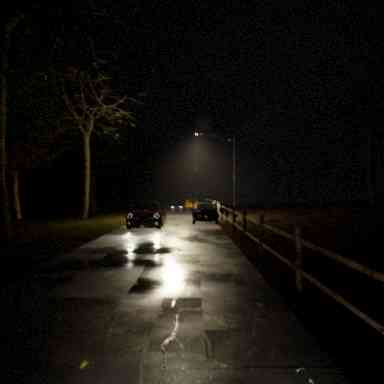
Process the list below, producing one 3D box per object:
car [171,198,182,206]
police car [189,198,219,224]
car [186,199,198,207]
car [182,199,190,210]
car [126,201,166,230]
[{"bbox_3d":[-2.788,1.905,63.154,1.837,1.490,4.892,0,-1,1],"label":"car"},{"bbox_3d":[0.955,1.482,25.268,1.930,1.638,5.238,0,0,0],"label":"police car"},{"bbox_3d":[-0.017,1.903,60.845,2.033,1.411,5.357,0,-1,0],"label":"car"},{"bbox_3d":[0.021,1.636,46.255,1.882,1.535,5.008,0,0,0],"label":"car"},{"bbox_3d":[-2.854,1.395,21.362,2.097,1.767,4.553,0,0,0],"label":"car"}]
